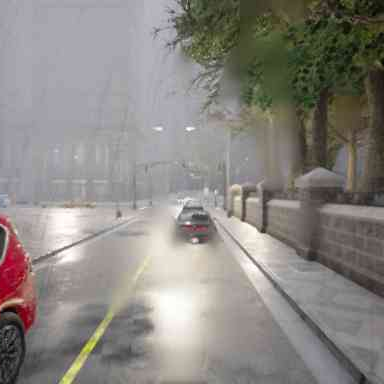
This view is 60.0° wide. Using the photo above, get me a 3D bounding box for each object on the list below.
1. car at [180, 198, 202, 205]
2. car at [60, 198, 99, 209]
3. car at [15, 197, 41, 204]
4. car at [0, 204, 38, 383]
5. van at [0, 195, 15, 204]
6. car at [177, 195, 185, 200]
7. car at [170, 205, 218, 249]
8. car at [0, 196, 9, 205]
[{"bbox_3d":[0.096,1.572,29.814,1.882,1.535,5.008,0,0,0],"label":"car"},{"bbox_3d":[-14.939,1.536,44.207,4.829,1.417,1.752,1,-1,0],"label":"car"},{"bbox_3d":[-26.309,1.480,52.799,4.313,1.339,1.947,1,-1,0],"label":"car"},{"bbox_3d":[-3.100,1.229,2.130,2.150,2.045,5.566,0,0,0],"label":"car"},{"bbox_3d":[-26.347,1.229,44.276,3.998,1.788,1.690,1,-1,0],"label":"van"},{"bbox_3d":[-3.014,1.529,92.414,2.128,1.511,4.902,0,0,0],"label":"car"},{"bbox_3d":[0.098,1.552,14.723,1.837,1.490,4.892,0,0,0],"label":"car"},{"bbox_3d":[-31.925,1.388,52.833,4.507,1.381,1.887,1,-1,0],"label":"car"}]
